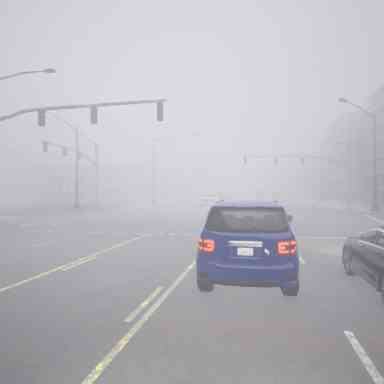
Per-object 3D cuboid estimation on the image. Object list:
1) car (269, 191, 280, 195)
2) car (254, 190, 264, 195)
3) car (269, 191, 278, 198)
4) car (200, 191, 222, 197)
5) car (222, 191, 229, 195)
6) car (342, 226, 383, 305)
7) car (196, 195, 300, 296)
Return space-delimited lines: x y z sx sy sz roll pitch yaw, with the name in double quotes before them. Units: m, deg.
"car" 18.773 0.881 74.973 2.128 1.511 4.902 0 1 11
"car" 15.302 0.904 75.471 1.994 1.385 4.181 0 1 11
"car" 20.757 0.552 84.975 2.097 1.767 4.553 0 1 11
"car" 2.515 1.079 47.481 2.150 2.045 5.566 0 1 11
"car" 4.547 0.926 57.667 2.150 2.045 5.566 0 1 11
"car" 4.784 1.492 7.407 2.128 1.511 4.902 0 0 11
"car" 1.517 1.221 8.930 2.150 2.045 5.566 0 0 11
